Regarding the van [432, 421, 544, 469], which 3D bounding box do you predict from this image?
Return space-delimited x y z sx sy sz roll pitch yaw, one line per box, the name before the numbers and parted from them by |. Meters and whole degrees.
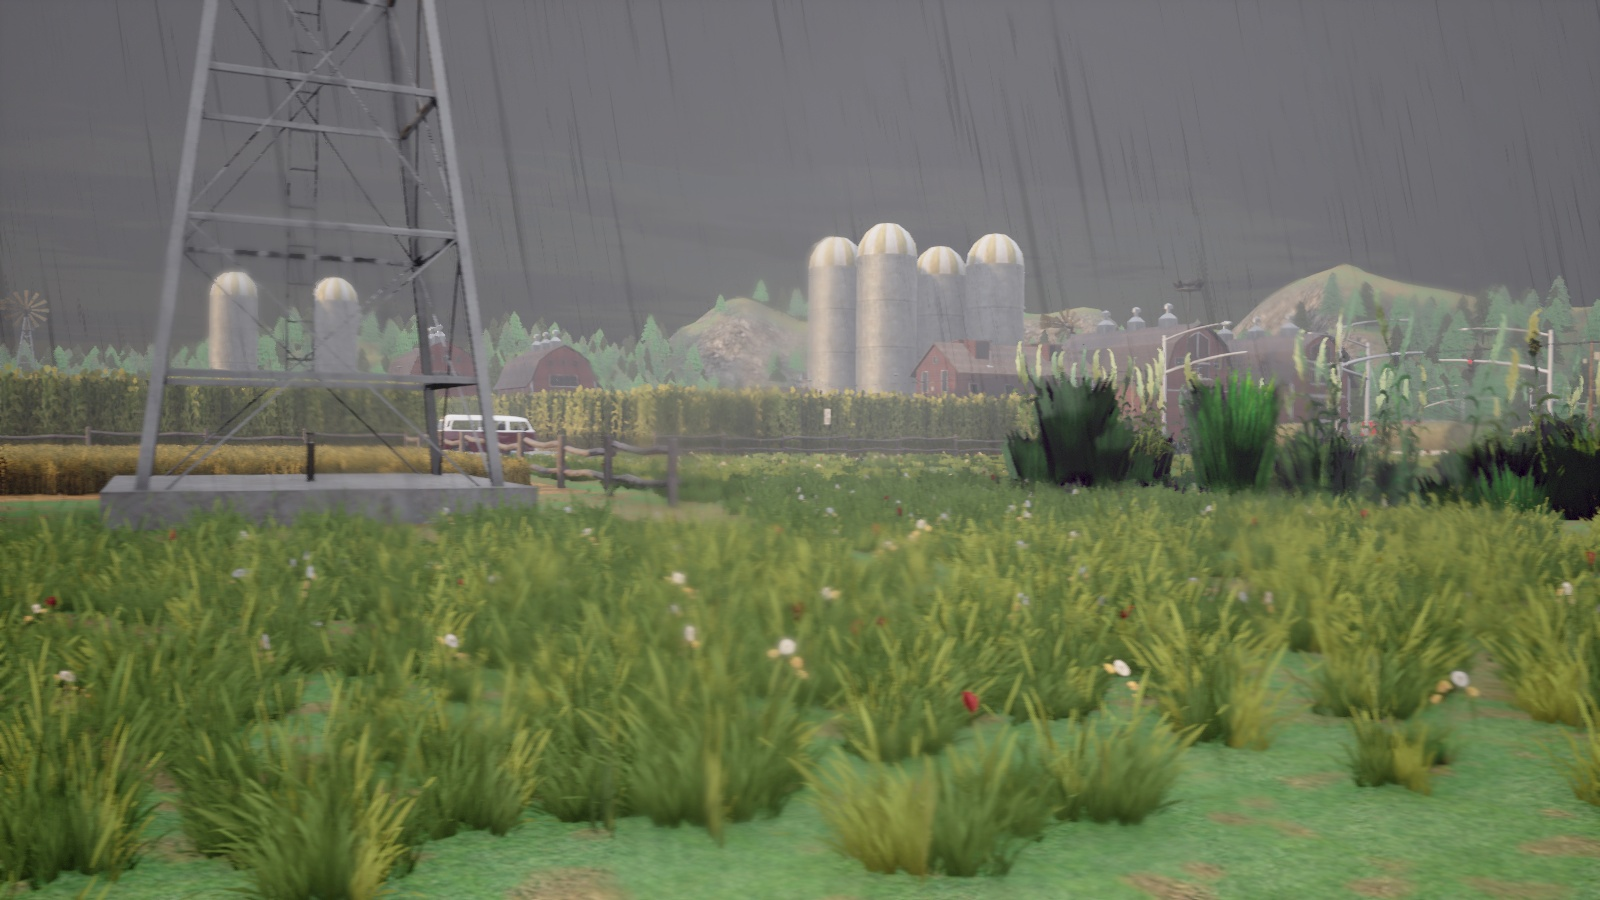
van | -13.987 -0.243 56.273 4.480 2.038 2.069 -1 1 -26
